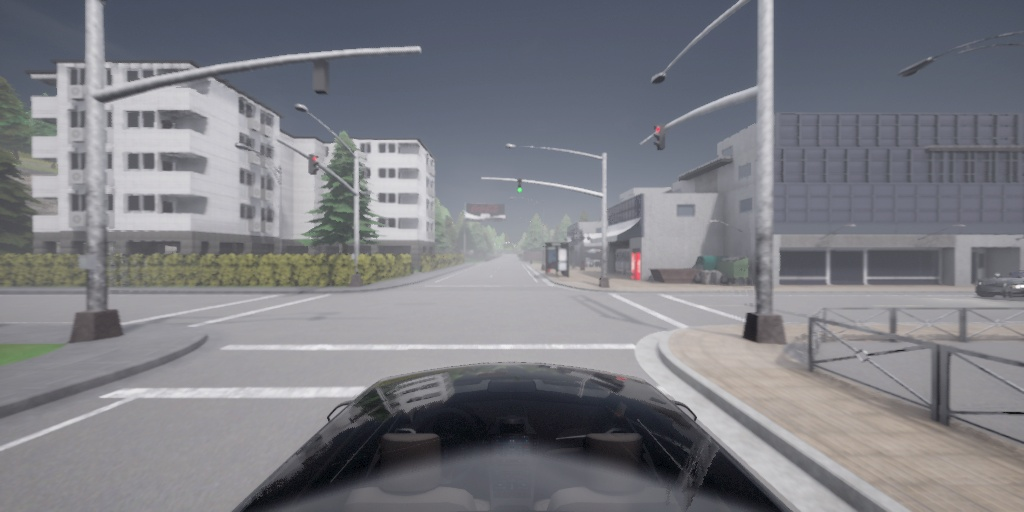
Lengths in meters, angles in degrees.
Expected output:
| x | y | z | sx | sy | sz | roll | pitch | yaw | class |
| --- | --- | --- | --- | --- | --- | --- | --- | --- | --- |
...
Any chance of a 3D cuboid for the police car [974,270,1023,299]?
| x | y | z | sx | sy | sz | roll | pitch | yaw | class |
| --- | --- | --- | --- | --- | --- | --- | --- | --- | --- |
| 24.574 | 1.305 | 16.593 | 4.974 | 1.542 | 2.038 | 0 | 0 | 0 | police car |
